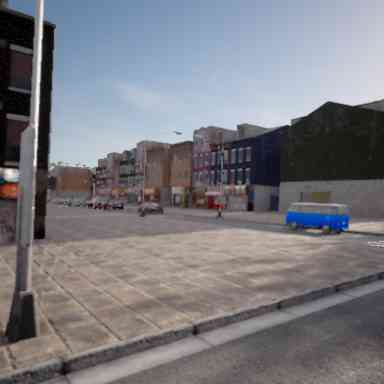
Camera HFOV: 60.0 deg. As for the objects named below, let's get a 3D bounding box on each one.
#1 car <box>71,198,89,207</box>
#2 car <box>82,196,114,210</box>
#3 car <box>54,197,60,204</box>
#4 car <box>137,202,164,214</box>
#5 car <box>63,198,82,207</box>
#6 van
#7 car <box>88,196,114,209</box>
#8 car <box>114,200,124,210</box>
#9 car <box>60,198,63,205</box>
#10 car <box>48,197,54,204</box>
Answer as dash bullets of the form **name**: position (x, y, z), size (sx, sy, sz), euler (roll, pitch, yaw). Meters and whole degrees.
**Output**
- **car**: position (-20.685, 1.897, 61.141), size (1.887, 1.381, 4.507), euler (3, -2, -35)
- **car**: position (-13.025, 1.535, 45.936), size (2.097, 1.767, 4.553), euler (3, -2, -35)
- **car**: position (-27.121, 1.925, 70.190), size (1.752, 1.417, 4.829), euler (3, -2, -35)
- **car**: position (-4.843, 1.860, 38.865), size (1.802, 1.307, 4.206), euler (3, -2, -35)
- **car**: position (-18.799, 1.756, 53.948), size (2.033, 1.411, 5.357), euler (3, -2, -35)
- **van**: position (7.840, 1.606, 21.050), size (1.690, 1.788, 3.998), euler (3, -2, -35)
- **car**: position (-14.339, 1.630, 52.237), size (2.192, 1.841, 5.009), euler (3, -2, -35)
- **car**: position (-11.179, 1.866, 47.776), size (1.947, 1.339, 4.313), euler (3, -2, -35)
- **car**: position (-23.854, 1.940, 65.595), size (1.947, 1.339, 4.313), euler (3, -2, -35)
- **car**: position (-30.194, 2.007, 74.504), size (1.802, 1.307, 4.206), euler (3, -2, -35)
